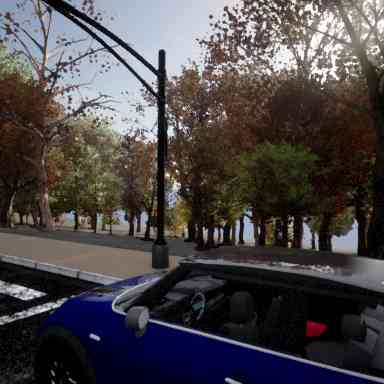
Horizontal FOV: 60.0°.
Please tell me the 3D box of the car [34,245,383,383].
[{"bbox_3d":[0.452,1.352,3.337,4.553,1.767,2.097,0,0,34],"label":"car"}]
